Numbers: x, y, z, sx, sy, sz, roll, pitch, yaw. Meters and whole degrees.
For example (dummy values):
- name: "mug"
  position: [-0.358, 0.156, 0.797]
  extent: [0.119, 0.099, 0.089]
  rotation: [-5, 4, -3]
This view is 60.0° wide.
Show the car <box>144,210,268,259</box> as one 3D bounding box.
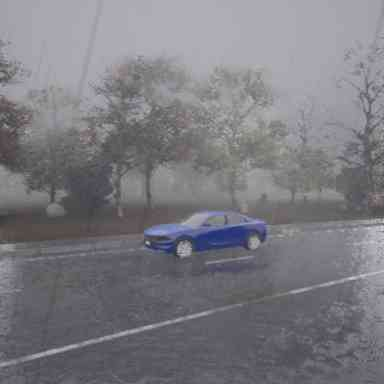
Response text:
- name: "car"
  position: [0.624, 1.462, 12.623]
  extent: [5.008, 1.535, 1.882]
  rotation: [0, 0, -32]
